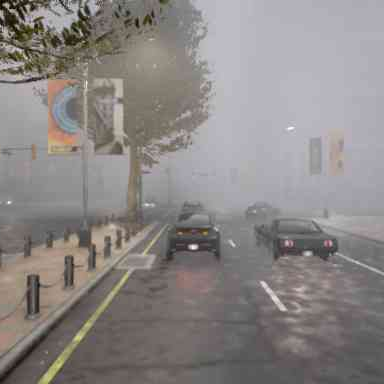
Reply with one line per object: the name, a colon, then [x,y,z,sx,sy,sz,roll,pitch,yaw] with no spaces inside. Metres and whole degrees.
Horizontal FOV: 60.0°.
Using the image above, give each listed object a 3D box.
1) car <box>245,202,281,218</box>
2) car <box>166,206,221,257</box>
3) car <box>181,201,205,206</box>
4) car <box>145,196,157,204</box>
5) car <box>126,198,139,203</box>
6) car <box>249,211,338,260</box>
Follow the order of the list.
car: [6.262,1.558,28.906,1.994,1.385,4.181,0,0,34]
car: [0.064,1.500,12.860,1.837,1.490,4.892,0,-1,0]
car: [0.077,1.487,28.999,2.128,1.511,4.902,0,0,0]
car: [-8.013,1.481,64.815,2.128,1.511,4.902,0,0,1]
car: [-11.508,1.550,64.694,1.994,1.385,4.181,0,0,0]
car: [3.563,1.598,12.398,1.895,1.301,4.718,0,0,0]
